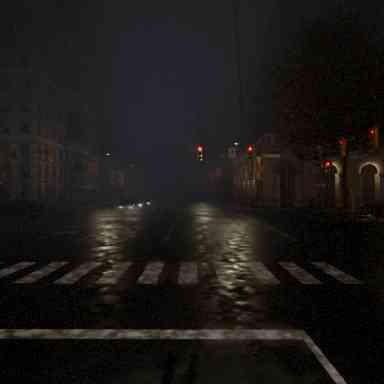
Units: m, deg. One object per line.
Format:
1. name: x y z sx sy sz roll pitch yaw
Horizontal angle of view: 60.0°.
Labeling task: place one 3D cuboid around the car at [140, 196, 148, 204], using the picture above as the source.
1. car: -10.332 1.601 64.776 1.895 1.301 4.718 0 0 1

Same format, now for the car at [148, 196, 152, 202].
1. car: -10.160 1.595 74.937 1.895 1.301 4.718 0 0 1

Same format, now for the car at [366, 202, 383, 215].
1. car: 19.563 1.564 32.787 4.181 1.385 1.994 0 0 0

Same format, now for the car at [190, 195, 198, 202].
1. car: 0.389 1.450 78.626 2.128 1.511 4.902 0 0 1

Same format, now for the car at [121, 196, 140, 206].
1. car: -10.411 1.478 54.769 1.882 1.535 5.008 0 0 1

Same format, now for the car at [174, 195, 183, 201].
1. car: -3.110 1.449 78.671 2.128 1.511 4.902 0 0 1

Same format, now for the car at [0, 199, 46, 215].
1. car: -17.229 1.477 33.096 5.008 1.535 1.882 0 0 0
